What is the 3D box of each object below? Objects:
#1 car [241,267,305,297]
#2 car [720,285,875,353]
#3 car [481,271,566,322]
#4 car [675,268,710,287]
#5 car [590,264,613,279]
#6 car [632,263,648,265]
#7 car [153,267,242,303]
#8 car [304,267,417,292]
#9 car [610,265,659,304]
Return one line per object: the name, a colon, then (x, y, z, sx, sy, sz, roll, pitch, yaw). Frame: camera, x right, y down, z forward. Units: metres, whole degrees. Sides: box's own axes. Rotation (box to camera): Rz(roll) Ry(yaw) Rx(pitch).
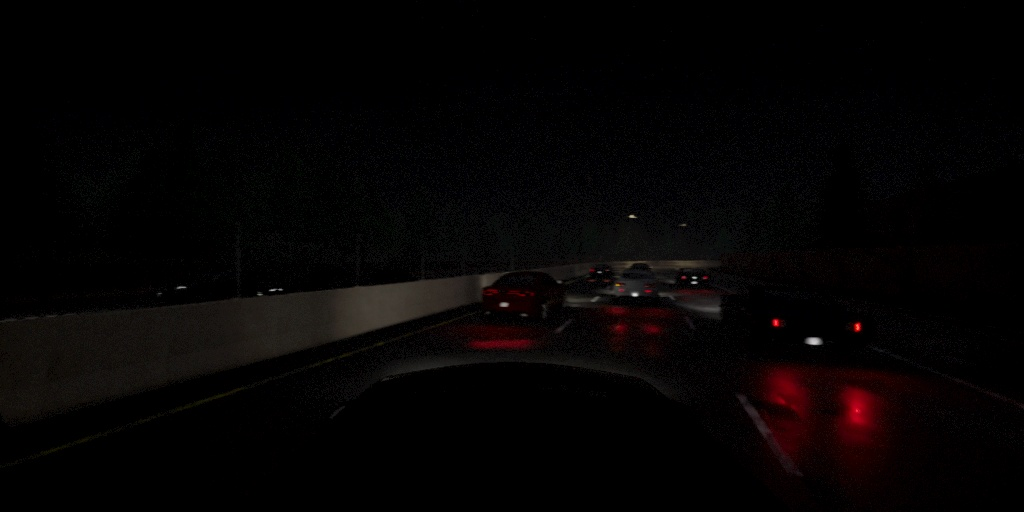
car: (-9.340, 1.293, 16.725, 1.837, 1.490, 4.892, 0, 0, 20)
car: (6.739, 1.402, 9.176, 1.895, 1.301, 4.718, 0, 0, 20)
car: (0.621, 1.277, 12.823, 1.882, 1.535, 5.008, 0, 0, 20)
car: (12.926, 1.492, 25.984, 1.895, 1.301, 4.718, 0, 0, 20)
car: (8.813, 1.482, 35.076, 1.994, 1.385, 4.181, 0, 0, 20)
car: (12.362, 1.404, 34.582, 1.882, 1.535, 5.008, 0, 0, 20)
car: (-13.142, 1.268, 16.530, 2.128, 1.511, 4.902, 0, 0, 20)
car: (-6.056, 1.297, 15.516, 1.837, 1.490, 4.892, 0, 0, 20)
car: (5.874, 1.358, 16.955, 1.812, 1.442, 4.674, 0, 0, 20)
